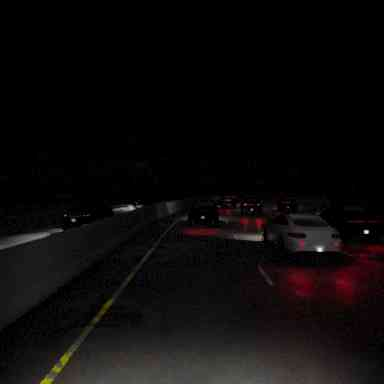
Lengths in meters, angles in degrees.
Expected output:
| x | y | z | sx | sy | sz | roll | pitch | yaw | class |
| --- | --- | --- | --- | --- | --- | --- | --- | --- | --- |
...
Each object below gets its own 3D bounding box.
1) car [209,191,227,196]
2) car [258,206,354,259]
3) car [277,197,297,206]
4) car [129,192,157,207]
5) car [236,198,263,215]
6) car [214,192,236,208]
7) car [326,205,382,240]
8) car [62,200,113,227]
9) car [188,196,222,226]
| x | y | z | sx | sy | sz | roll | pitch | yaw | class |
| --- | --- | --- | --- | --- | --- | --- | --- | --- | --- |
| 4.938 | 0.756 | 61.413 | 2.150 | 2.045 | 5.566 | 0 | 0 | 28 | car |
| 3.864 | 1.451 | 12.200 | 1.812 | 1.442 | 4.674 | 0 | 0 | 1 | car |
| 9.951 | 1.243 | 34.838 | 2.128 | 1.511 | 4.902 | 0 | 1 | 13 | car |
| -6.113 | 1.126 | 43.125 | 2.128 | 1.511 | 4.902 | 0 | 1 | 16 | car |
| 5.440 | 1.267 | 30.365 | 2.128 | 1.511 | 4.902 | 0 | 1 | 10 | car |
| 4.510 | 1.171 | 41.452 | 2.128 | 1.511 | 4.902 | 0 | 0 | 16 | car |
| 7.504 | 1.416 | 16.527 | 1.837 | 1.490 | 4.892 | 0 | 0 | 2 | car |
| -6.412 | 1.290 | 20.892 | 2.128 | 1.511 | 4.902 | 0 | 0 | 4 | car |
| 0.844 | 1.305 | 21.944 | 1.882 | 1.535 | 5.008 | 0 | 1 | 5 | car |
